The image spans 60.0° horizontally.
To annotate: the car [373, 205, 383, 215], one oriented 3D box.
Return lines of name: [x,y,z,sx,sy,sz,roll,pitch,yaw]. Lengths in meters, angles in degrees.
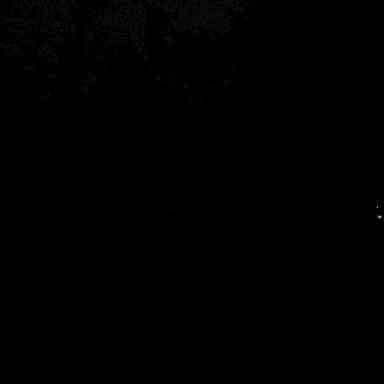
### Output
car: [15.458,1.363,31.600,5.008,1.535,1.882,0,-1,43]
